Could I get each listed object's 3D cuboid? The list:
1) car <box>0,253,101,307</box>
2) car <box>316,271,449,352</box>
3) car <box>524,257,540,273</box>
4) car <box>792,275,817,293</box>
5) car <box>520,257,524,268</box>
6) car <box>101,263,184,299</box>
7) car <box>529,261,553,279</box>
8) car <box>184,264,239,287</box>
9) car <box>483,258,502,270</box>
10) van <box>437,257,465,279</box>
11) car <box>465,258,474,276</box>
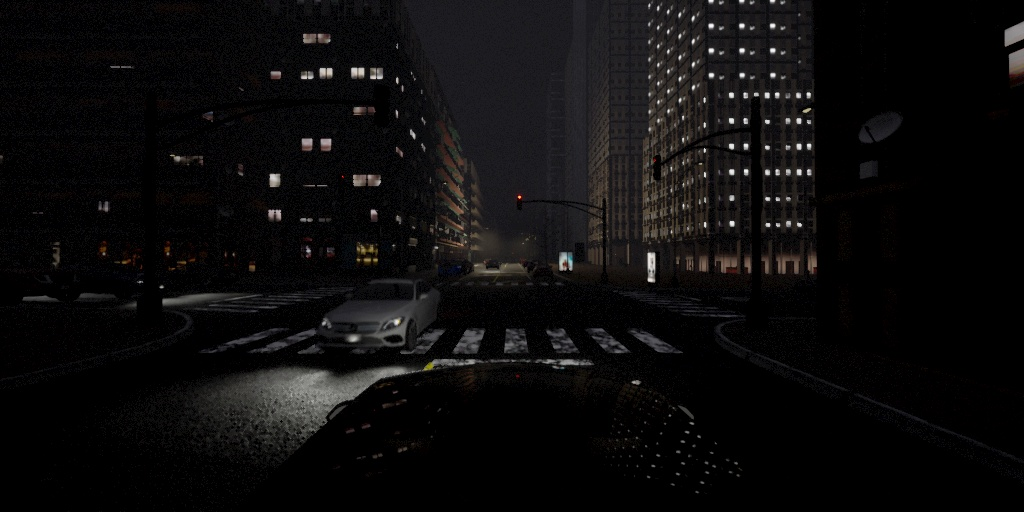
[{"bbox_3d":[-18.744,0.784,12.983,5.009,1.841,2.192,0,0,0],"label":"car"},{"bbox_3d":[-2.981,1.278,9.065,1.812,1.442,4.674,0,0,0],"label":"car"},{"bbox_3d":[2.798,1.208,43.537,1.967,1.591,4.097,0,0,0],"label":"car"},{"bbox_3d":[19.444,1.644,21.670,4.403,1.370,2.007,0,0,0],"label":"car"},{"bbox_3d":[2.840,1.221,60.119,1.967,1.591,4.097,0,0,0],"label":"car"},{"bbox_3d":[-17.581,1.033,15.604,4.674,1.442,1.812,1,0,0],"label":"car"},{"bbox_3d":[2.770,1.343,32.481,1.802,1.307,4.207,0,0,0],"label":"car"},{"bbox_3d":[-18.744,1.104,21.363,4.313,1.339,1.948,0,0,0],"label":"car"},{"bbox_3d":[-2.869,1.295,53.250,1.812,1.442,4.674,0,0,0],"label":"car"},{"bbox_3d":[-5.611,1.102,32.504,1.690,1.789,3.998,0,0,0],"label":"van"},{"bbox_3d":[-5.597,1.079,38.032,2.192,1.841,5.009,0,0,0],"label":"car"}]
